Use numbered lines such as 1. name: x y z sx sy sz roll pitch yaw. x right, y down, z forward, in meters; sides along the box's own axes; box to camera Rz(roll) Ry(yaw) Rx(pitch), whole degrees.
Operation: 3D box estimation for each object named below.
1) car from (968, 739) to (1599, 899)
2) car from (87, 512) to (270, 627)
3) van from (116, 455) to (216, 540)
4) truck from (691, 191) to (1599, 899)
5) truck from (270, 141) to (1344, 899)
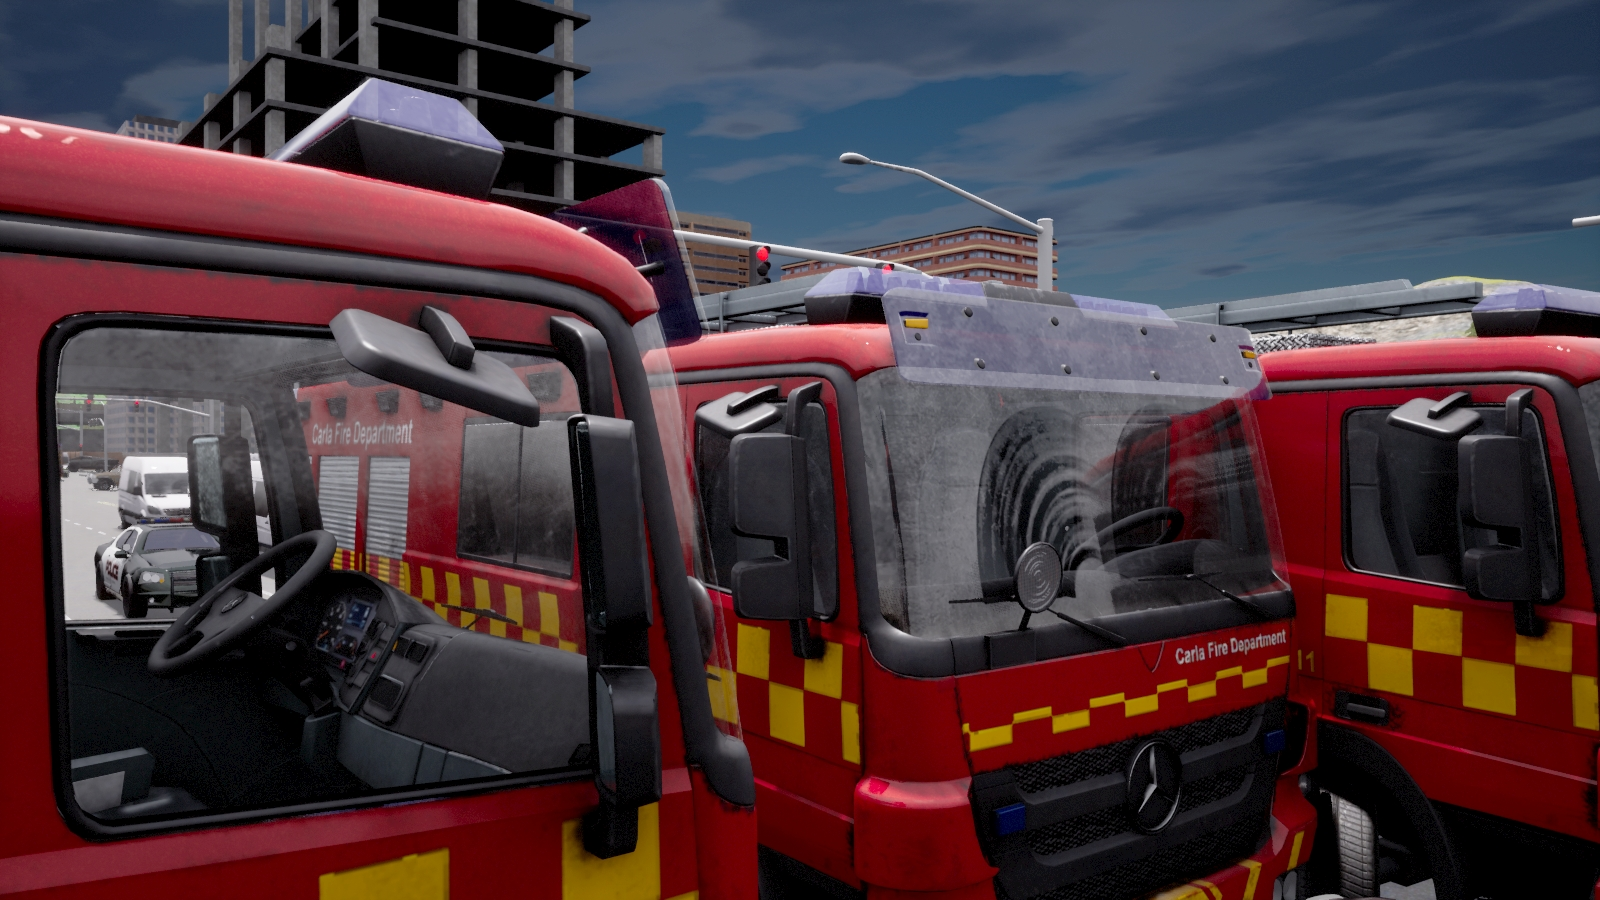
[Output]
1. car: 2.437 2.065 3.109 1.970 1.475 3.806 0 0 -30
2. car: -11.386 2.037 20.746 2.038 1.542 4.974 0 0 -39
3. van: -21.817 1.530 39.172 1.988 2.561 5.915 0 1 -39
4. truck: 2.348 0.890 8.605 2.891 3.827 8.468 0 0 -31
5. truck: -1.099 0.890 8.003 2.891 3.827 8.468 0 0 -38
